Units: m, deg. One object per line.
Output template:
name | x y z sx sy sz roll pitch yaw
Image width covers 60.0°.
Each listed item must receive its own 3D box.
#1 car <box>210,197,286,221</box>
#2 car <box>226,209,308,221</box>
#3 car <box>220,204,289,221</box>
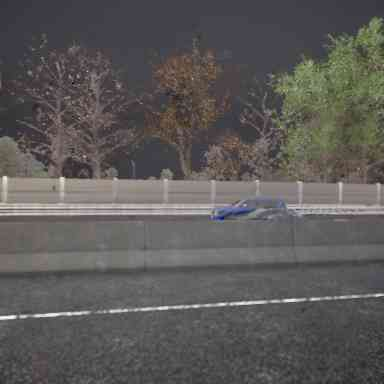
car | 4.142 1.409 23.679 5.566 2.045 2.150 1 0 -12
car | 4.128 1.705 16.535 4.181 1.385 1.994 1 0 -12
car | 4.457 1.672 20.171 4.892 1.490 1.837 1 0 -12
